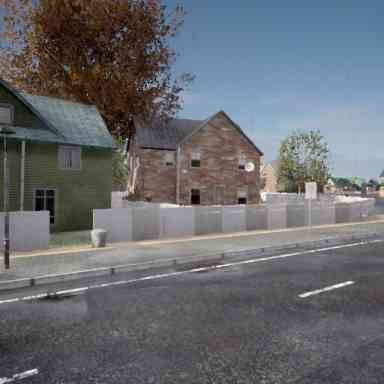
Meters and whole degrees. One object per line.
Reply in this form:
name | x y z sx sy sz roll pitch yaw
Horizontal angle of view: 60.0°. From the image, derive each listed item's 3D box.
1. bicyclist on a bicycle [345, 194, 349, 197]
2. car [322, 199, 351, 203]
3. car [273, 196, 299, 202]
bicyclist on a bicycle | 20.169 1.036 43.373 1.656 1.620 0.582 1 0 -20
car | 16.255 1.190 36.867 1.837 1.490 4.892 1 1 -20
car | 12.940 1.010 46.193 1.882 1.535 5.008 1 0 -20
